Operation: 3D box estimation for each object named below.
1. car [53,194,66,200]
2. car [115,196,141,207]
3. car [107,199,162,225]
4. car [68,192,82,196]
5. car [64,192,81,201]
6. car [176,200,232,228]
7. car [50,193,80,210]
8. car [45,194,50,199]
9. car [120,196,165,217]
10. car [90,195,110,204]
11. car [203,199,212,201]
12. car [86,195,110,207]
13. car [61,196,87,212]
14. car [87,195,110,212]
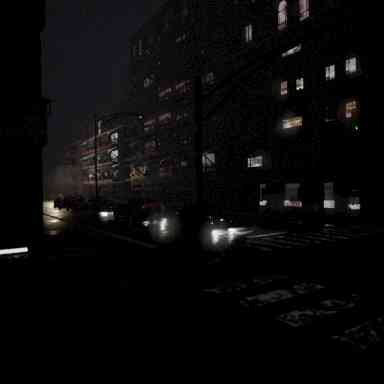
[{"bbox_3d":[-31.401,1.124,78.645,2.008,1.369,4.403,-1,1,-35],"label":"car"},{"bbox_3d":[-8.950,1.266,46.016,1.752,1.417,4.829,-1,1,-35],"label":"car"},{"bbox_3d":[-4.301,1.509,24.251,1.887,1.381,4.507,-1,1,-35],"label":"car"},{"bbox_3d":[-19.698,1.210,56.885,2.128,1.511,4.902,-1,1,-35],"label":"car"},{"bbox_3d":[-24.961,0.935,69.280,2.192,1.841,5.009,-1,1,-35],"label":"car"},{"bbox_3d":[0.690,1.508,21.793,1.994,1.385,4.181,-1,1,-34],"label":"car"},{"bbox_3d":[-15.755,1.313,41.124,1.967,1.590,4.097,-1,1,-35],"label":"car"},{"bbox_3d":[-34.719,1.075,83.466,1.752,1.417,4.829,-1,1,-35],"label":"car"},{"bbox_3d":[-4.204,1.258,28.899,2.097,1.767,4.553,-1,1,-35],"label":"car"},{"bbox_3d":[-15.392,1.217,55.378,1.752,1.417,4.829,-1,1,-35],"label":"car"},{"bbox_3d":[0.894,1.360,31.894,1.887,1.381,4.507,-1,1,-35],"label":"car"},{"bbox_3d":[-13.746,1.267,48.323,1.837,1.490,4.892,-1,1,-34],"label":"car"},{"bbox_3d":[-12.533,1.448,36.443,2.008,1.369,4.403,-1,1,-35],"label":"car"},{"bbox_3d":[-9.799,1.425,37.045,1.994,1.385,4.181,-1,1,-35],"label":"car"}]
